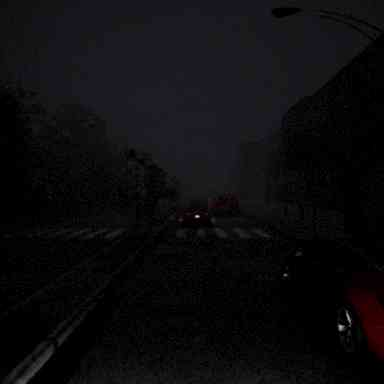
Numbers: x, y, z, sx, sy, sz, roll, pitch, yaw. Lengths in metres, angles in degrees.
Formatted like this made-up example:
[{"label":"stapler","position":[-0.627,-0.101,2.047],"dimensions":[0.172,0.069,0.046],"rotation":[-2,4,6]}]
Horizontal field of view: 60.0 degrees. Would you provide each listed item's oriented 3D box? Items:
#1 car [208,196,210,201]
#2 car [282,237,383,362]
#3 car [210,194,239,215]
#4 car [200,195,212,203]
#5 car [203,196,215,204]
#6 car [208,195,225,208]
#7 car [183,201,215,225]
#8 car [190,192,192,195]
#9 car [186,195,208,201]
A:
[{"label":"car","position":[3.572,1.502,44.764],"dimensions":[2.231,1.521,4.892],"rotation":[0,0,1]},{"label":"car","position":[3.087,1.521,5.984],"dimensions":[2.163,1.488,4.792],"rotation":[0,0,0]},{"label":"car","position":[3.435,1.252,33.707],"dimensions":[2.435,2.045,5.566],"rotation":[0,0,1]},{"label":"car","position":[3.085,1.506,72.722],"dimensions":[2.163,1.488,4.792],"rotation":[0,0,-2]},{"label":"car","position":[3.314,1.525,67.124],"dimensions":[2.002,1.452,4.674],"rotation":[0,0,-2]},{"label":"car","position":[3.641,1.374,50.291],"dimensions":[2.185,1.767,4.553],"rotation":[1,0,0]},{"label":"car","position":[0.366,1.583,23.990],"dimensions":[1.994,1.385,4.181],"rotation":[0,0,1]},{"label":"car","position":[1.380,1.427,94.863],"dimensions":[2.097,1.535,5.008],"rotation":[0,0,-6]},{"label":"car","position":[0.588,1.508,42.291],"dimensions":[2.128,1.511,4.902],"rotation":[0,0,1]}]
